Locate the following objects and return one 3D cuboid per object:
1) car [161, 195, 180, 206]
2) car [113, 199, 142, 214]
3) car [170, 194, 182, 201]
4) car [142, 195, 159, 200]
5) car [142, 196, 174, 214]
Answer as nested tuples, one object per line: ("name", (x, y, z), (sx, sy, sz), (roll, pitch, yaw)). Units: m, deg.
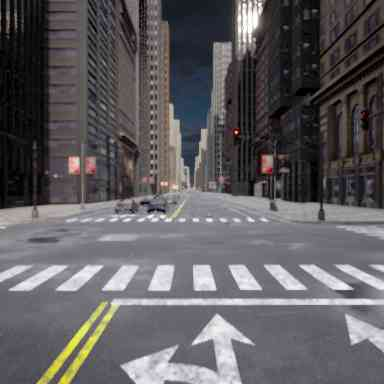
("car", (-3.293, 1.339, 52.053), (2.128, 1.511, 4.902), (0, 0, 0))
("car", (-6.580, 1.432, 33.787), (1.812, 1.442, 4.674), (0, 0, 0))
("car", (-3.229, 1.040, 67.965), (2.033, 1.411, 5.357), (0, 0, 0))
("car", (-6.554, 1.456, 49.538), (1.895, 1.301, 4.718), (0, 0, 0))
("car", (-3.318, 1.453, 33.858), (2.033, 1.411, 5.357), (0, 0, 2))
